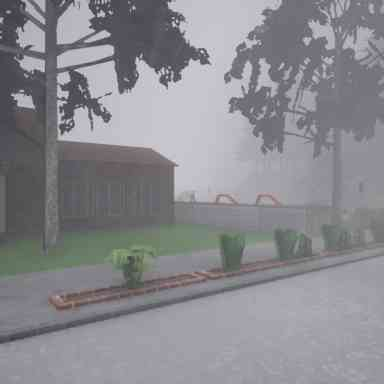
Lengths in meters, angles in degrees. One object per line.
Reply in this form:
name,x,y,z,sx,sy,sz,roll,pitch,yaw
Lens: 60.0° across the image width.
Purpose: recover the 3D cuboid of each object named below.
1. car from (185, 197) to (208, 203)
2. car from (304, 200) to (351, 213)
car,0.832,1.507,51.123,1.837,1.490,4.892,0,-1,-35
car,13.459,1.526,33.303,1.812,1.442,4.674,0,0,-35
